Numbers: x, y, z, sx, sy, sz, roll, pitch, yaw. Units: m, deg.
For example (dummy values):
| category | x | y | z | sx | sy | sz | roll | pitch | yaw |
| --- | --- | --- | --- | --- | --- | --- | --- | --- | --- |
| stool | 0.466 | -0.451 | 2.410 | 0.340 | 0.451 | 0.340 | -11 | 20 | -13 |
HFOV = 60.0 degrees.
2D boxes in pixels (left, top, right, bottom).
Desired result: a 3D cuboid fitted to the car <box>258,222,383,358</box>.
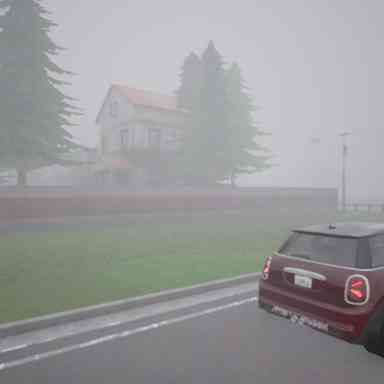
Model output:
| category | x | y | z | sx | sy | sz | roll | pitch | yaw |
| --- | --- | --- | --- | --- | --- | --- | --- | --- | --- |
| car | 3.396 | 1.336 | 6.191 | 4.553 | 1.767 | 2.097 | -1 | 0 | -35 |
